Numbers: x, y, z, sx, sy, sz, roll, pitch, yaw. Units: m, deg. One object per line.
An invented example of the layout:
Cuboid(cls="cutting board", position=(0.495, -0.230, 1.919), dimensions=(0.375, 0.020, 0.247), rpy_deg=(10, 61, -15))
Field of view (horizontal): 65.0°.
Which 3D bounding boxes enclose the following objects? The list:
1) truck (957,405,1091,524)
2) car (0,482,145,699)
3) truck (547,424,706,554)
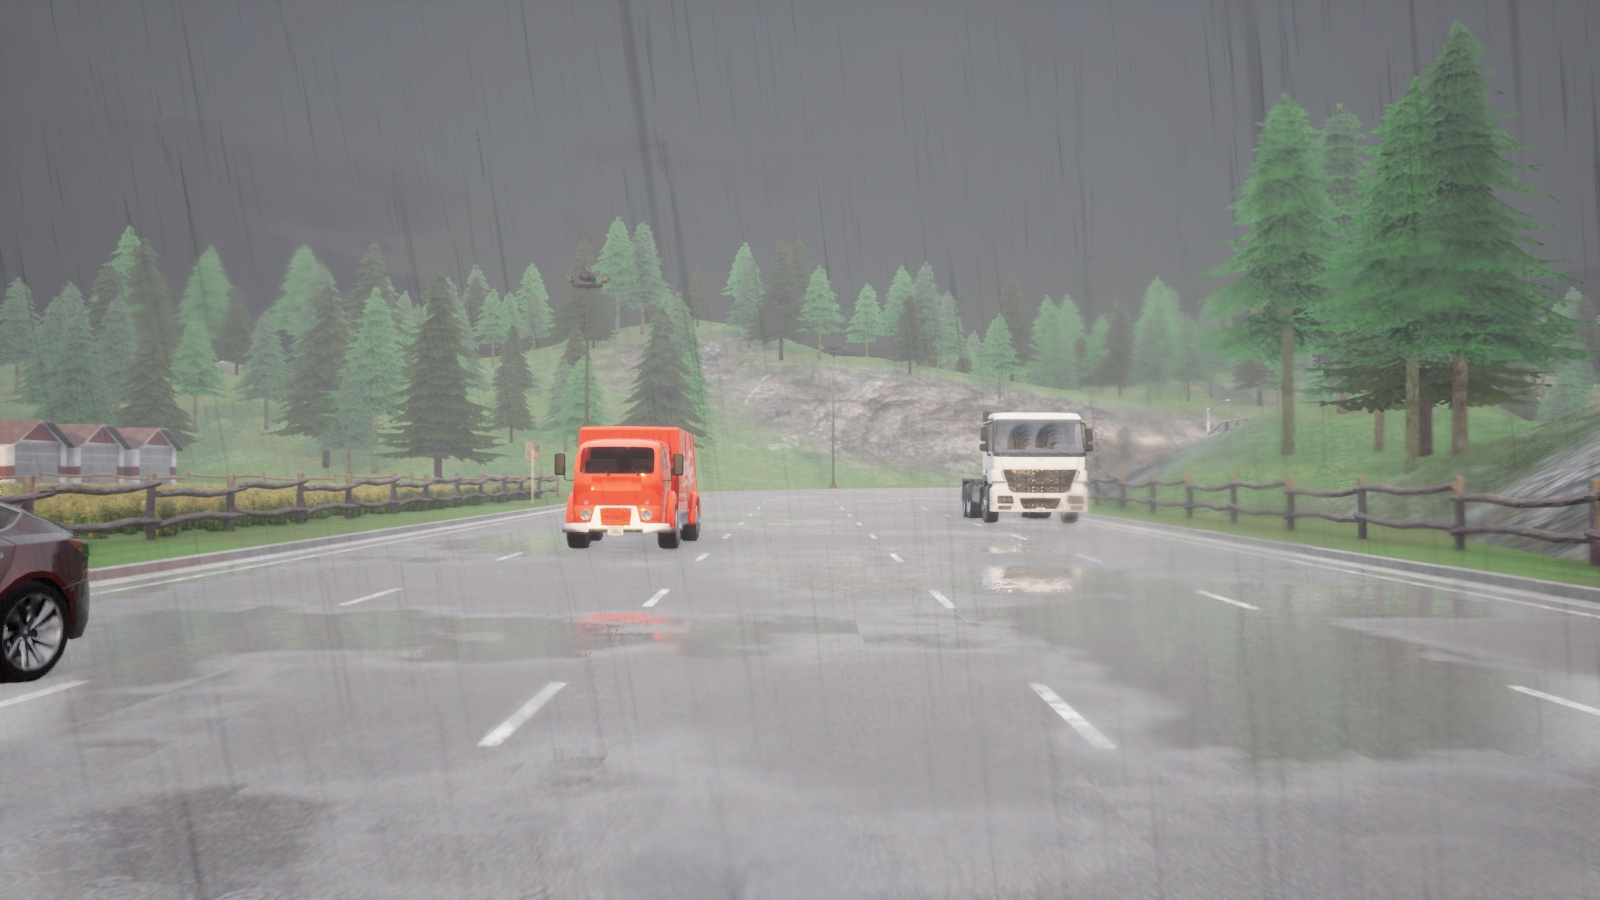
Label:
Cuboid(cls="truck", position=(7.022, 0.483, 40.568), dimensions=(2.891, 3.462, 7.936), rpy_deg=(0, -1, 0))
Cuboid(cls="car", position=(-6.774, 0.975, 7.964), dimensions=(2.163, 1.488, 4.792), rpy_deg=(0, -1, 10))
Cuboid(cls="truck", position=(-3.489, 0.785, 26.457), dimensions=(2.627, 2.467, 5.204), rpy_deg=(0, -1, 0))
